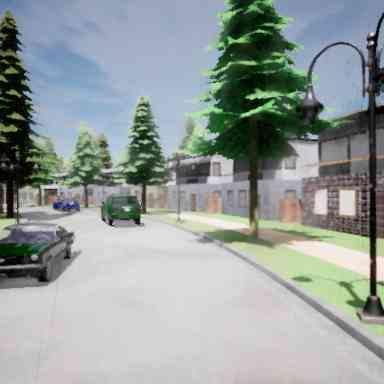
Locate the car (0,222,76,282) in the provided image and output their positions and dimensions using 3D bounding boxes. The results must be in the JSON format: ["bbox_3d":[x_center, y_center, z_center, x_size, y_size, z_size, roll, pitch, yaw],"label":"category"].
[{"bbox_3d":[-4.780,1.628,9.818,1.895,1.301,4.718,0,0,-10],"label":"car"}]

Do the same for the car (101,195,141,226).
[{"bbox_3d":[-5.242,1.248,24.172,2.150,2.045,5.566,0,0,-22],"label":"car"}]

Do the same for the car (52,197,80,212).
[{"bbox_3d":[-15.397,1.437,40.459,2.097,1.767,4.553,0,0,-39],"label":"car"}]
